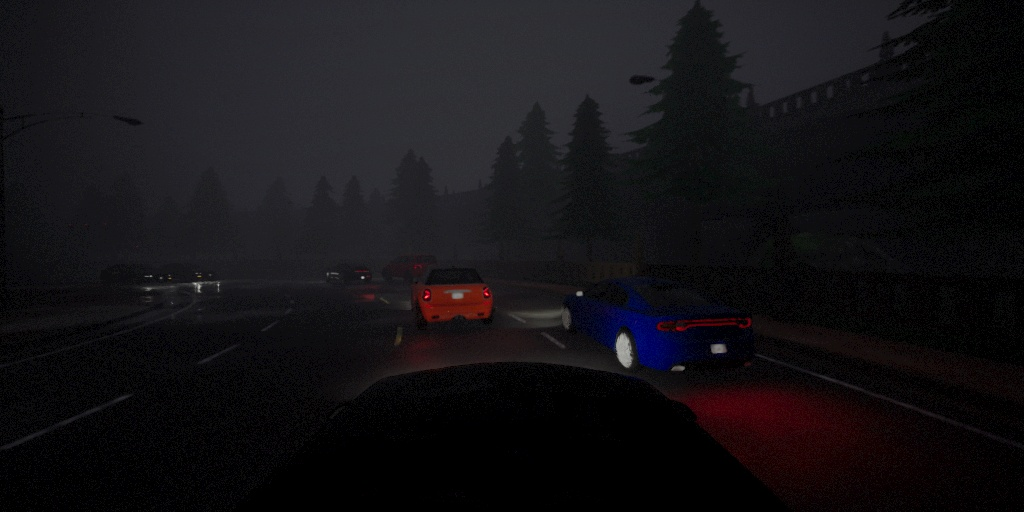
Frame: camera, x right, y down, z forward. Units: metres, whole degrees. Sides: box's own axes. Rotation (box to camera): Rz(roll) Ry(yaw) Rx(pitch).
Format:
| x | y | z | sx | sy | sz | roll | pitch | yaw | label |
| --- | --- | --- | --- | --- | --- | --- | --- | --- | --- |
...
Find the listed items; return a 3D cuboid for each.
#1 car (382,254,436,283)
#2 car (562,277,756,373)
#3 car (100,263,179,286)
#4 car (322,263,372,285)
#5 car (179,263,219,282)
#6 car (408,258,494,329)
| x | y | z | sx | sy | sz | roll | pitch | yaw | label |
| --- | --- | --- | --- | --- | --- | --- | --- | --- | --- |
| -7.550 | 0.894 | 26.640 | 2.150 | 2.045 | 5.566 | 0 | 0 | -45 | car |
| 2.568 | 1.176 | 7.634 | 1.882 | 1.535 | 5.008 | 0 | 0 | -10 | car |
| -27.075 | 1.328 | 25.824 | 4.892 | 1.490 | 1.837 | 0 | 0 | 13 | car |
| -11.910 | 1.214 | 25.820 | 4.892 | 1.490 | 1.837 | 0 | 0 | 41 | car |
| -26.520 | 1.306 | 29.268 | 4.892 | 1.490 | 1.837 | 0 | 0 | 13 | car |
| -2.071 | 1.065 | 11.465 | 2.097 | 1.767 | 4.553 | -1 | 0 | -18 | car |
